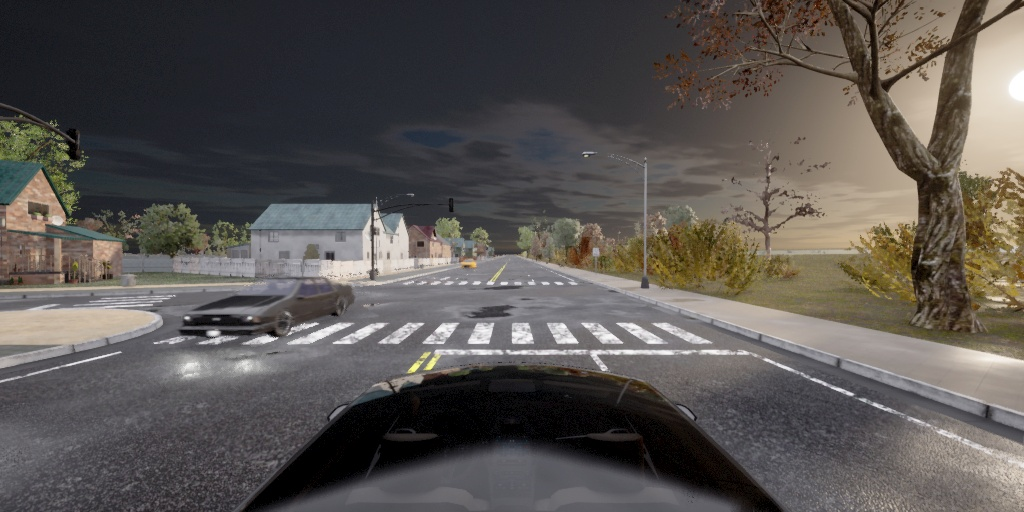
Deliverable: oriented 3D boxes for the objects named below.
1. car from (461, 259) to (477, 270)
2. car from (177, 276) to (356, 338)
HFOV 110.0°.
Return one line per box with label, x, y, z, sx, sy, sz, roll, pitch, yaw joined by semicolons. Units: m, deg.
car;-6.375;1.209;53.109;1.882;1.535;5.008;0;0;0
car;-6.476;1.298;10.449;2.033;1.411;5.357;0;0;0
